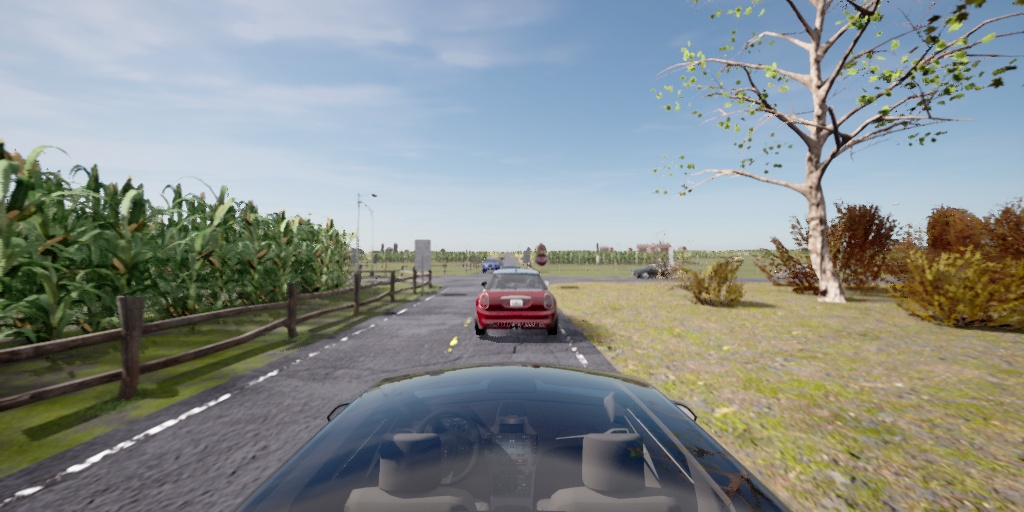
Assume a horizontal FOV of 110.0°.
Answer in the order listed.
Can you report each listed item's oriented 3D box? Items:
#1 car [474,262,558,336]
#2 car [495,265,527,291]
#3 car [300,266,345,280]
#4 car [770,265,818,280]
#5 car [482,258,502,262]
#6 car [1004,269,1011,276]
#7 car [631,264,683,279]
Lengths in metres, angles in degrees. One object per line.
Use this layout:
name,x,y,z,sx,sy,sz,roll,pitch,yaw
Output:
car,0.102,1.167,10.761,2.097,1.767,4.553,0,0,0
car,-0.176,1.409,24.378,1.837,1.490,4.892,0,0,-4
car,-17.618,1.471,32.708,4.181,1.385,1.994,0,0,0
car,28.416,1.577,35.764,4.674,1.442,1.812,0,0,0
car,-2.864,1.259,49.410,2.150,2.045,5.566,0,0,1
car,49.094,1.656,35.713,5.357,1.411,2.033,0,0,0
car,14.418,1.512,35.734,4.892,1.490,1.837,-1,0,0
